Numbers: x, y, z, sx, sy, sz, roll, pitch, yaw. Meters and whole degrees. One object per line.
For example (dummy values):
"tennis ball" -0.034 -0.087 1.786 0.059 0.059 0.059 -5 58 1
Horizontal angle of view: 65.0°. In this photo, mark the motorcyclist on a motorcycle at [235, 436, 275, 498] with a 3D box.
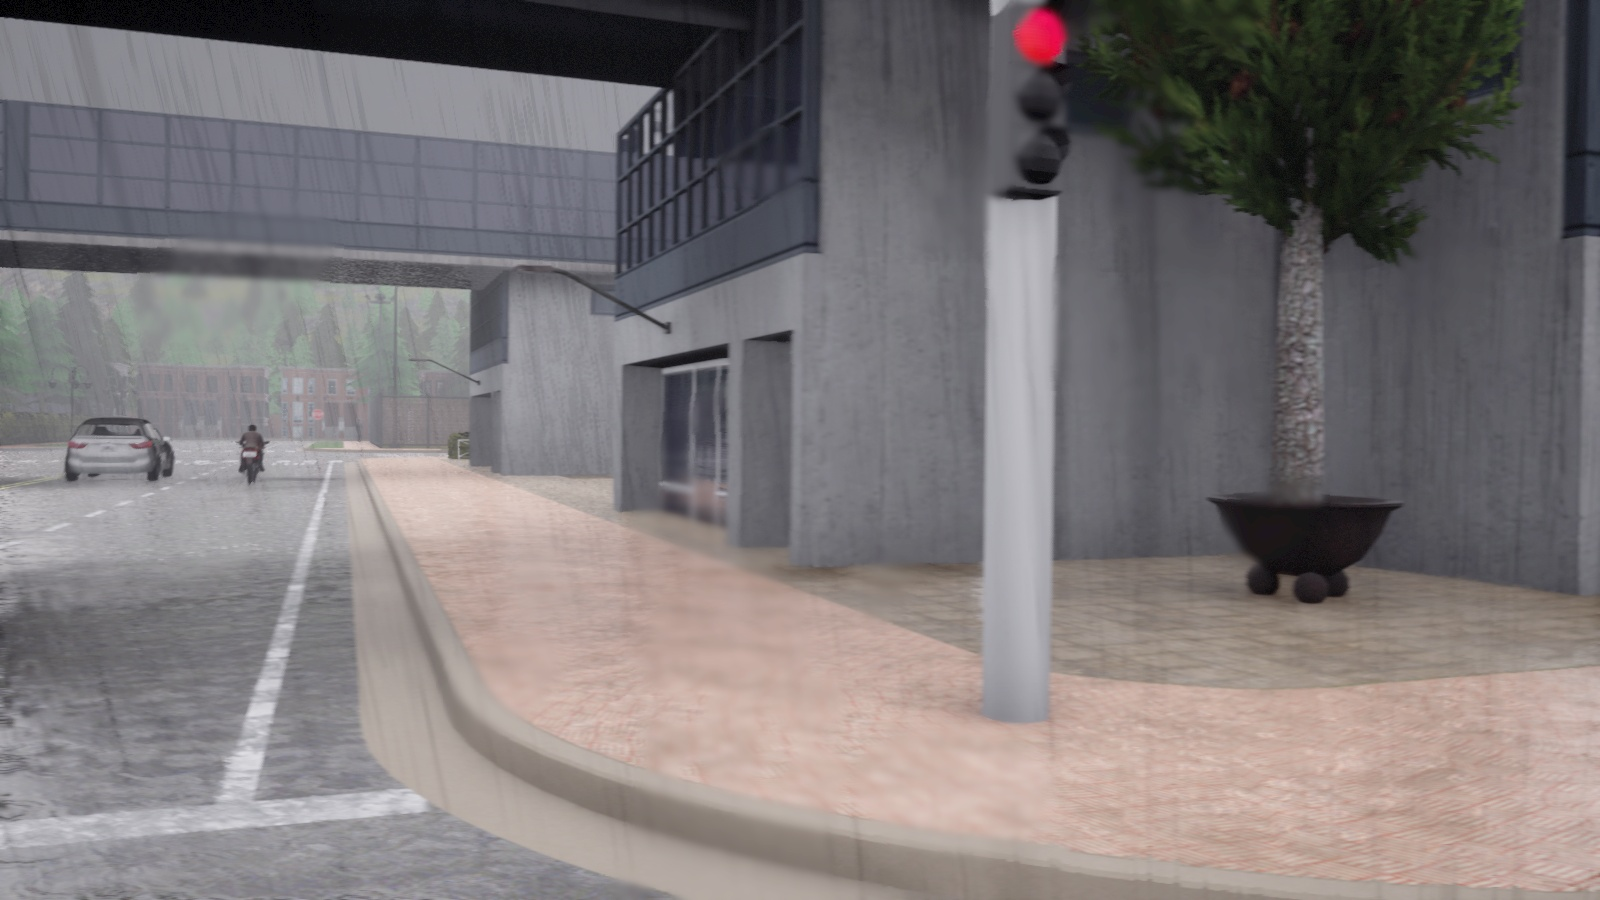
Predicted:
"motorcyclist on a motorcycle" -13.908 0.408 32.089 0.797 1.523 2.044 -1 1 -20

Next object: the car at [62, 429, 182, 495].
"car" -18.531 0.280 34.542 2.242 1.667 4.611 -1 1 -20
